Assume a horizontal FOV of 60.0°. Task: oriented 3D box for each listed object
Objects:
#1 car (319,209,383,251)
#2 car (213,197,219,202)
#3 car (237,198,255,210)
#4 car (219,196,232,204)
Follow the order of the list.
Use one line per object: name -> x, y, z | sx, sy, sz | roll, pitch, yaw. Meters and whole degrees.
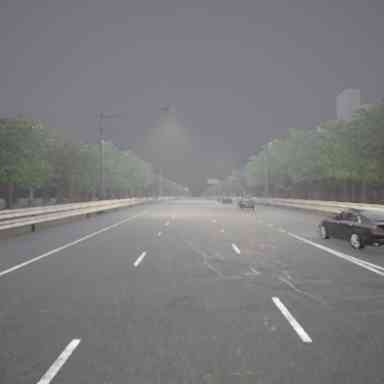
car -> 7.159, 1.514, 14.260 | 1.837, 1.490, 4.892 | -1, 0, -2
car -> 7.256, 1.922, 85.920 | 2.128, 1.511, 4.902 | 0, -1, 0
car -> 7.042, 1.525, 43.910 | 2.128, 1.511, 4.902 | 0, 0, 0
car -> 7.146, 1.697, 68.889 | 1.837, 1.490, 4.892 | 0, -1, 0
